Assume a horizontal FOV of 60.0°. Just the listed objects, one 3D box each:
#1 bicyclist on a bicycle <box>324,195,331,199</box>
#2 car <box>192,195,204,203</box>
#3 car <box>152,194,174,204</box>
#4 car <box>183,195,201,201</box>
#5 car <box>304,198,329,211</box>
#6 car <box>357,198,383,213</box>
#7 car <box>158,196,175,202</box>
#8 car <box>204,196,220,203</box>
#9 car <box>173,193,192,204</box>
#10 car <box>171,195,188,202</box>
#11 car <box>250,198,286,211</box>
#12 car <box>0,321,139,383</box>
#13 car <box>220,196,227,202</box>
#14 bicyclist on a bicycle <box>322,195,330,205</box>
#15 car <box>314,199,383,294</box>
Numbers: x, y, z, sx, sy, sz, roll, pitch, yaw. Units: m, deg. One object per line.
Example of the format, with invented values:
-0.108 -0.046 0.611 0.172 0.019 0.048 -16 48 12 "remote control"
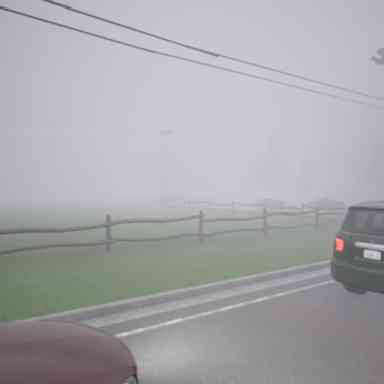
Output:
22.362 1.311 54.545 1.656 1.620 0.582 0 0 -44 "bicyclist on a bicycle"
-0.165 1.532 68.302 1.812 1.442 4.674 0 0 -34 "car"
-6.180 1.497 64.707 2.128 1.511 4.902 0 0 -34 "car"
-0.037 1.428 80.665 1.882 1.535 5.008 0 0 -34 "car"
15.267 1.511 38.770 1.837 1.490 4.892 0 0 -32 "car"
20.907 1.498 36.129 2.128 1.511 4.902 0 0 -29 "car"
-5.865 1.547 76.786 1.895 1.301 4.718 0 0 -34 "car"
2.936 1.546 69.963 2.033 1.411 5.357 0 0 -34 "car"
-2.957 1.227 66.183 2.150 2.045 5.566 0 0 -34 "car"
-2.943 1.449 78.713 1.837 1.490 4.892 0 0 -34 "car"
9.418 1.510 41.519 1.837 1.490 4.892 0 0 -33 "car"
-2.575 1.525 1.987 4.674 1.442 1.812 0 0 -34 "car"
5.660 1.531 72.184 1.812 1.442 4.674 0 0 -34 "car"
22.226 1.311 55.093 0.582 1.620 1.656 0 0 43 "bicyclist on a bicycle"
5.469 1.223 7.492 5.566 2.045 2.150 0 0 -34 "car"
